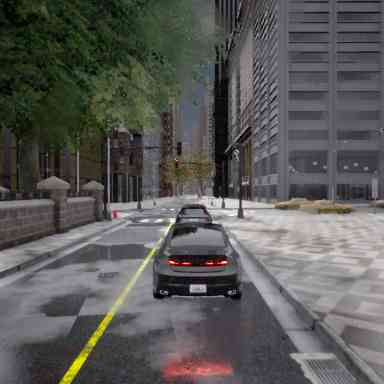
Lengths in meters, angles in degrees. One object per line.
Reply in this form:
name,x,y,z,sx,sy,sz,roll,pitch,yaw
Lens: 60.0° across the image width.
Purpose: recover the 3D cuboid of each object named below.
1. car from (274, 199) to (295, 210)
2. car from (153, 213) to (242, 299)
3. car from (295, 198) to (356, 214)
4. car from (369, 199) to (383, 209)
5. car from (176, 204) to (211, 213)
car,12.106,1.341,39.051,4.829,1.417,1.752,-1,1,0
car,0.114,1.510,8.467,1.837,1.490,4.892,0,0,0
car,12.408,1.351,30.524,4.829,1.417,1.752,-1,1,0
car,23.447,1.156,38.987,4.829,1.417,1.752,-1,1,0
car,0.099,1.446,18.597,2.033,1.649,4.856,0,0,1
